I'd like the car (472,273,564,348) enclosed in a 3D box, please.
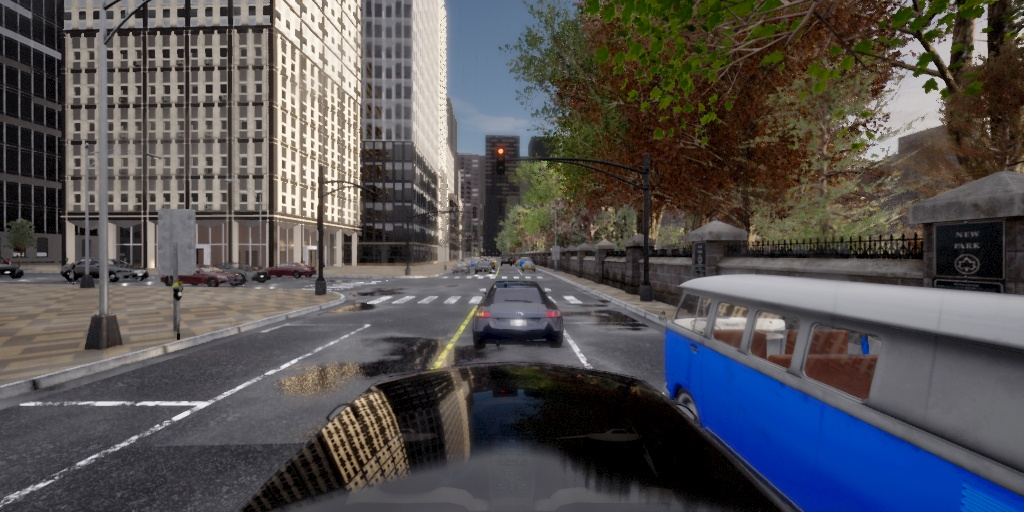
[{"bbox_3d":[0.098,1.313,9.218,1.994,1.385,4.181,0,0,-1],"label":"car"}]

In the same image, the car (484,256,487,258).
[{"bbox_3d":[-3.760,1.194,65.125,1.882,1.535,5.008,0,0,-1],"label":"car"}]

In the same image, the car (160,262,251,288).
[{"bbox_3d":[-18.158,1.148,20.984,4.207,1.307,1.802,0,0,4],"label":"car"}]

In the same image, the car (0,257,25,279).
[{"bbox_3d":[-36.462,0.915,24.590,4.181,1.385,1.994,1,0,2],"label":"car"}]

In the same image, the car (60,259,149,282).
[{"bbox_3d":[-27.267,0.947,24.094,4.902,1.511,2.128,1,0,3],"label":"car"}]

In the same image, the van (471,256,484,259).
[{"bbox_3d":[-6.330,1.059,62.479,1.690,1.789,3.998,0,0,-2],"label":"van"}]

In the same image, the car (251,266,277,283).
[{"bbox_3d":[-18.285,1.121,23.532,4.181,1.385,1.994,1,0,4],"label":"car"}]

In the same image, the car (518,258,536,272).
[{"bbox_3d":[2.116,1.257,46.357,1.751,1.417,4.829,0,0,-1],"label":"car"}]

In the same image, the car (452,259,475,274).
[{"bbox_3d":[-5.644,1.286,40.304,2.007,1.370,4.403,0,0,-1],"label":"car"}]

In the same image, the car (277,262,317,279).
[{"bbox_3d":[-18.094,1.125,29.097,4.207,1.307,1.802,0,0,4],"label":"car"}]

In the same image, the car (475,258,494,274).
[{"bbox_3d":[-3.229,1.240,40.878,1.837,1.490,4.892,0,0,-3],"label":"car"}]

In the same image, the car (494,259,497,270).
[{"bbox_3d":[-3.415,1.292,50.858,1.994,1.385,4.181,0,0,-2],"label":"car"}]

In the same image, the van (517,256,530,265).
[{"bbox_3d":[1.992,1.068,51.730,1.690,1.789,3.998,0,0,-1],"label":"van"}]

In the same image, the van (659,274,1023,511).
[{"bbox_3d":[2.567,1.091,2.639,1.690,1.789,3.998,0,0,0],"label":"van"}]
